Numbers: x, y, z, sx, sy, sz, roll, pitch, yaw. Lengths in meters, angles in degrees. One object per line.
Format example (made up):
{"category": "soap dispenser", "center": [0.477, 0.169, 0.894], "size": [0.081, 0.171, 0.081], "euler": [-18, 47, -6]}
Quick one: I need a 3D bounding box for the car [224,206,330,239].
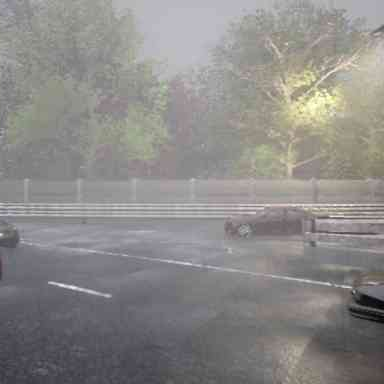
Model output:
{"category": "car", "center": [4.077, 1.453, 16.230], "size": [5.008, 1.535, 1.882], "euler": [0, 0, 1]}

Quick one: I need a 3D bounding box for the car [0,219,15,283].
{"category": "car", "center": [-6.568, 1.320, 7.824], "size": [4.553, 1.767, 2.097], "euler": [0, 0, 31]}

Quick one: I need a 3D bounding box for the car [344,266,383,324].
{"category": "car", "center": [5.089, 1.527, 4.485], "size": [5.357, 1.411, 2.033], "euler": [0, 0, 36]}

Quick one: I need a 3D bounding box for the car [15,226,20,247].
{"category": "car", "center": [-8.729, 1.514, 12.979], "size": [4.181, 1.385, 1.994], "euler": [0, 0, 28]}
